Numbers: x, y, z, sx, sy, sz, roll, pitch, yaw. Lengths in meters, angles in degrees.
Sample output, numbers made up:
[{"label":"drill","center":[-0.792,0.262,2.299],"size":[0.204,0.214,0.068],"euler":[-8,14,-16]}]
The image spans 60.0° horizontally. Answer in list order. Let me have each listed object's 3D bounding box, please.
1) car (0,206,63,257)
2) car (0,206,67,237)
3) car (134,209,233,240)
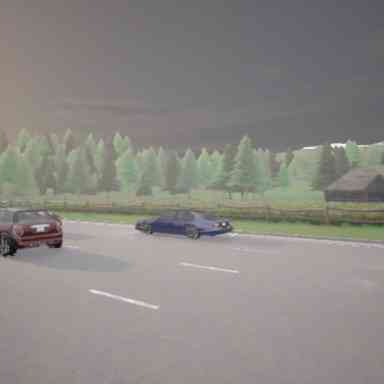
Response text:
[{"label":"car","center":[-7.317,1.408,13.503],"size":[4.553,1.767,2.097],"euler":[0,0,35]},{"label":"car","center":[-9.448,1.603,19.321],"size":[4.674,1.442,1.812],"euler":[0,0,35]},{"label":"car","center":[-0.532,1.590,17.264],"size":[5.357,1.411,2.033],"euler":[0,0,35]}]
